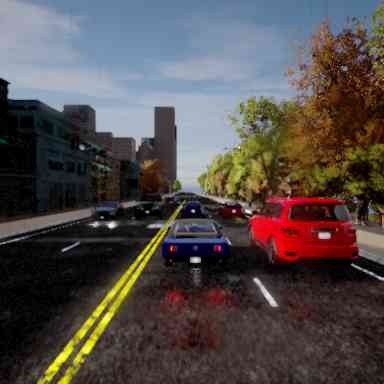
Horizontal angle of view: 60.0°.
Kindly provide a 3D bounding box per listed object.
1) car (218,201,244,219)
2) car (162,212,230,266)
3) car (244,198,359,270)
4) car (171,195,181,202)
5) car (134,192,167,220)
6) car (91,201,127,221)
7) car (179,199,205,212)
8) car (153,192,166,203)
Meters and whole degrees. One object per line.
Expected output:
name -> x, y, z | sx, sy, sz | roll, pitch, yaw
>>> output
car -> 3.354, 1.483, 28.537 | 1.994, 1.385, 4.181 | 0, 0, 0
car -> 0.102, 1.569, 11.334 | 1.895, 1.301, 4.718 | 0, 0, 0
car -> 3.352, 1.189, 11.087 | 2.150, 2.045, 5.566 | 0, 0, 0
car -> -3.245, 1.306, 68.049 | 2.128, 1.511, 4.902 | 0, 0, 0
car -> -3.345, 1.144, 27.798 | 2.150, 2.045, 5.566 | 0, 0, 0
car -> -6.597, 1.471, 27.056 | 2.033, 1.411, 5.357 | 0, 0, 0
car -> 0.104, 1.483, 28.595 | 1.994, 1.385, 4.181 | 0, 0, 0
car -> -6.496, 1.016, 67.671 | 2.150, 2.045, 5.566 | 0, 0, 0
